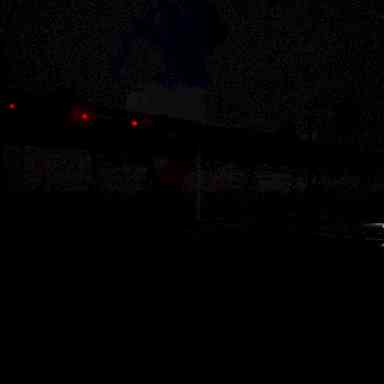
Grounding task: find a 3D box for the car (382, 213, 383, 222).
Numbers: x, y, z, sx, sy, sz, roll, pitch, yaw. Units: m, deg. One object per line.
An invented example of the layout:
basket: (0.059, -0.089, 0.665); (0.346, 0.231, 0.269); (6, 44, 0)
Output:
car: (15.217, 1.463, 23.429); (4.181, 1.385, 1.994); (-1, 0, -35)
